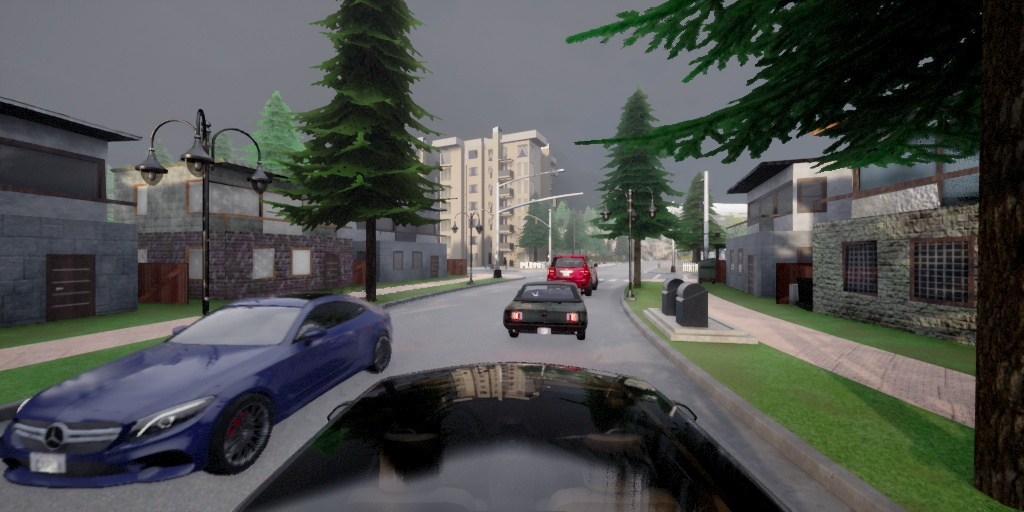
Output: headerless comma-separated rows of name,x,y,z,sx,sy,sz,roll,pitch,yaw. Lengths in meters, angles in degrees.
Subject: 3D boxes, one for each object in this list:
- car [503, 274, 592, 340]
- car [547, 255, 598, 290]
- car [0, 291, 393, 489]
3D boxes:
car,1.076,1.351,10.025,1.895,1.301,4.718,0,0,9
car,3.379,0.971,19.519,2.150,2.045,5.566,0,0,18
car,-3.234,1.276,4.976,1.812,1.442,4.674,0,0,5
